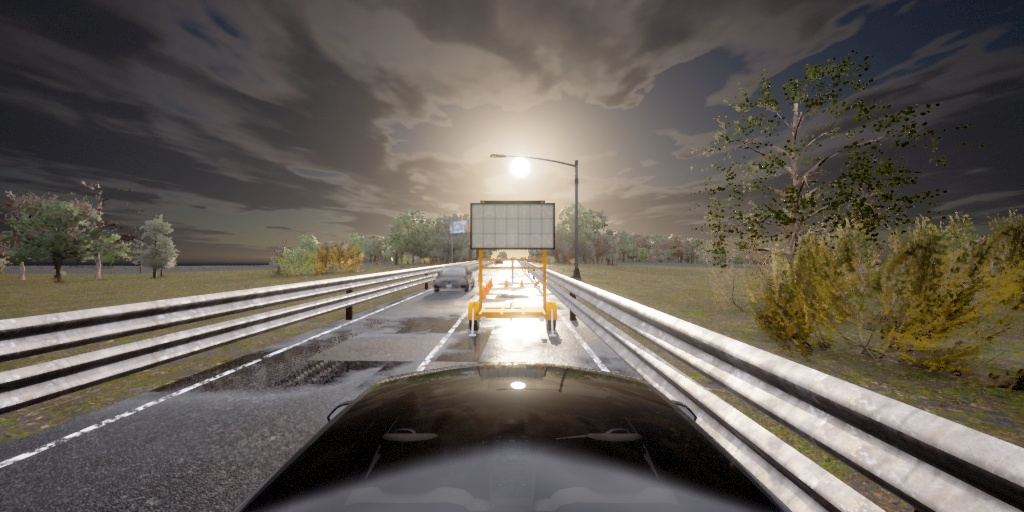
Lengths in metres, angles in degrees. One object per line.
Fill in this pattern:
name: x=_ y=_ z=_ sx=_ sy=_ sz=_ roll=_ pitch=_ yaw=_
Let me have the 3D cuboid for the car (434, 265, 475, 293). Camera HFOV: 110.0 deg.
car: x=-3.227 y=1.283 z=20.731 sx=1.812 sy=1.442 sz=4.674 roll=0 pitch=0 yaw=0

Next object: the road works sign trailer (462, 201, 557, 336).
road works sign trailer: x=0.021 y=0.218 z=10.343 sx=2.380 sy=3.560 sz=2.880 roll=0 pitch=0 yaw=0
